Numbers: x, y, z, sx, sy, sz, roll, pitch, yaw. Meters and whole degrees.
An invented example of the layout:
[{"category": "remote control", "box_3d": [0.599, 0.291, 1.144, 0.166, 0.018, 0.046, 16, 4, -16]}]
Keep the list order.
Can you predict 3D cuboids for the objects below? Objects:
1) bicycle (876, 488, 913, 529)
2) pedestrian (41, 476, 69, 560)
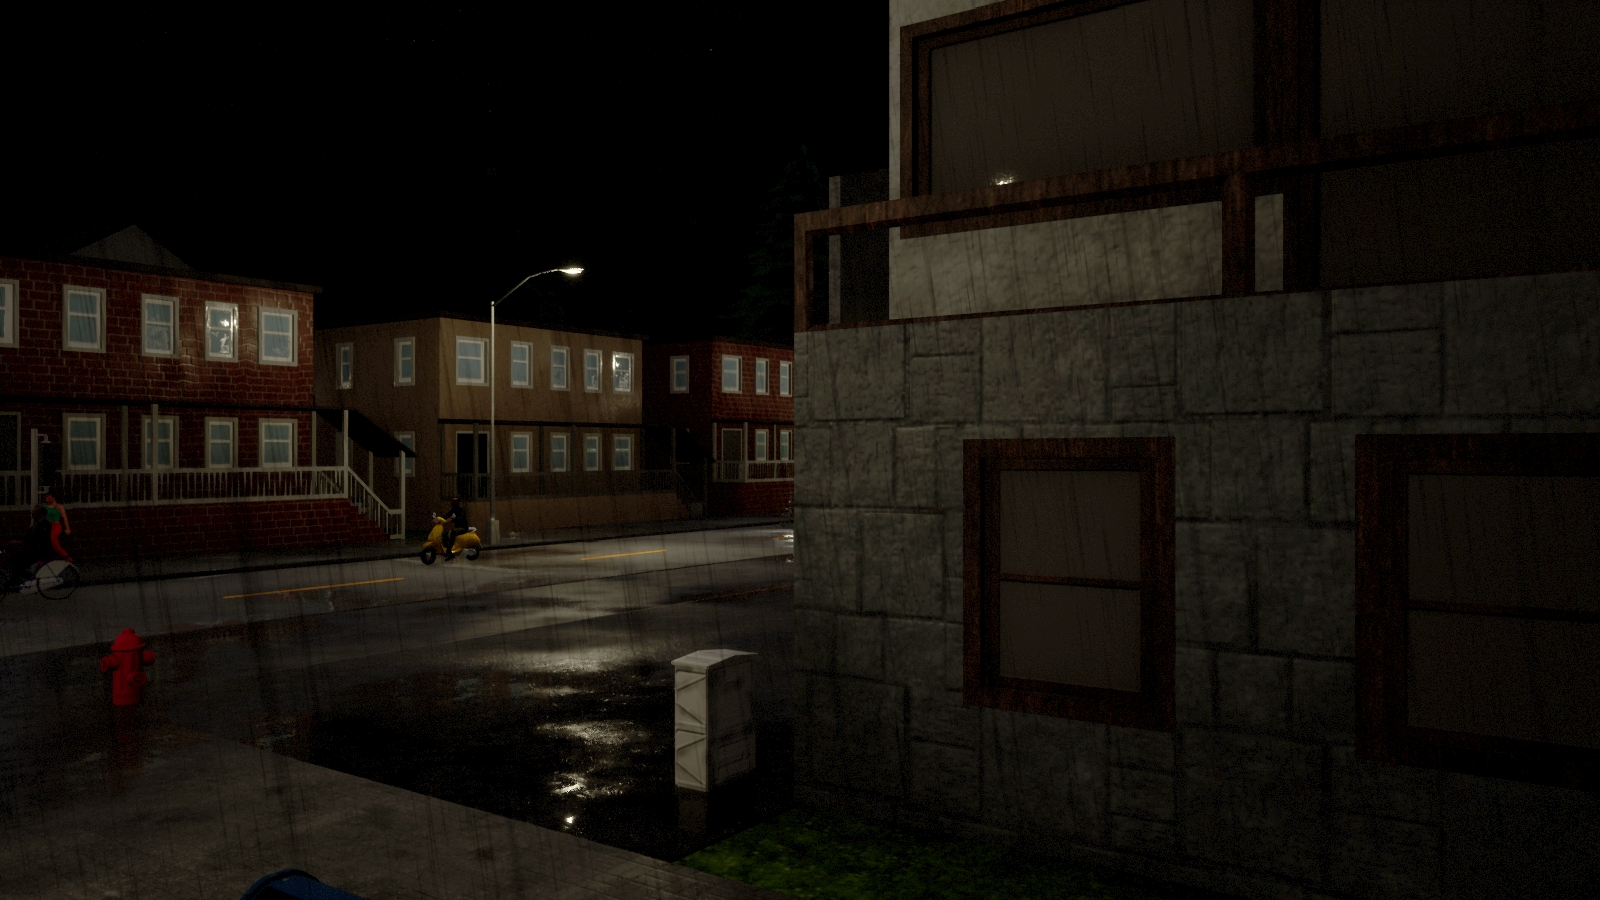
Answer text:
[{"category": "bicycle", "box_3d": [3.176, 1.932, 38.157, 0.329, 1.271, 1.835, 0, 0, 35]}, {"category": "pedestrian", "box_3d": [-16.597, 1.504, 25.460, 0.375, 1.860, 0.375, 0, 0, 18]}]
